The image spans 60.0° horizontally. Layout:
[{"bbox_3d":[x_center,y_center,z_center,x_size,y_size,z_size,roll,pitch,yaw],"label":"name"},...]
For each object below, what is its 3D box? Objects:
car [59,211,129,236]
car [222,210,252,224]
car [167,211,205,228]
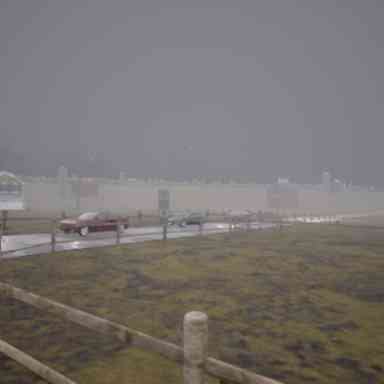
[{"bbox_3d":[-6.490,2.028,22.427,1.882,1.535,5.008,1,-2,34],"label":"car"},{"bbox_3d":[5.396,2.927,39.618,1.882,1.535,5.008,1,-2,35],"label":"car"},{"bbox_3d":[-0.605,2.486,30.962,2.128,1.511,4.902,1,-2,35],"label":"car"}]
